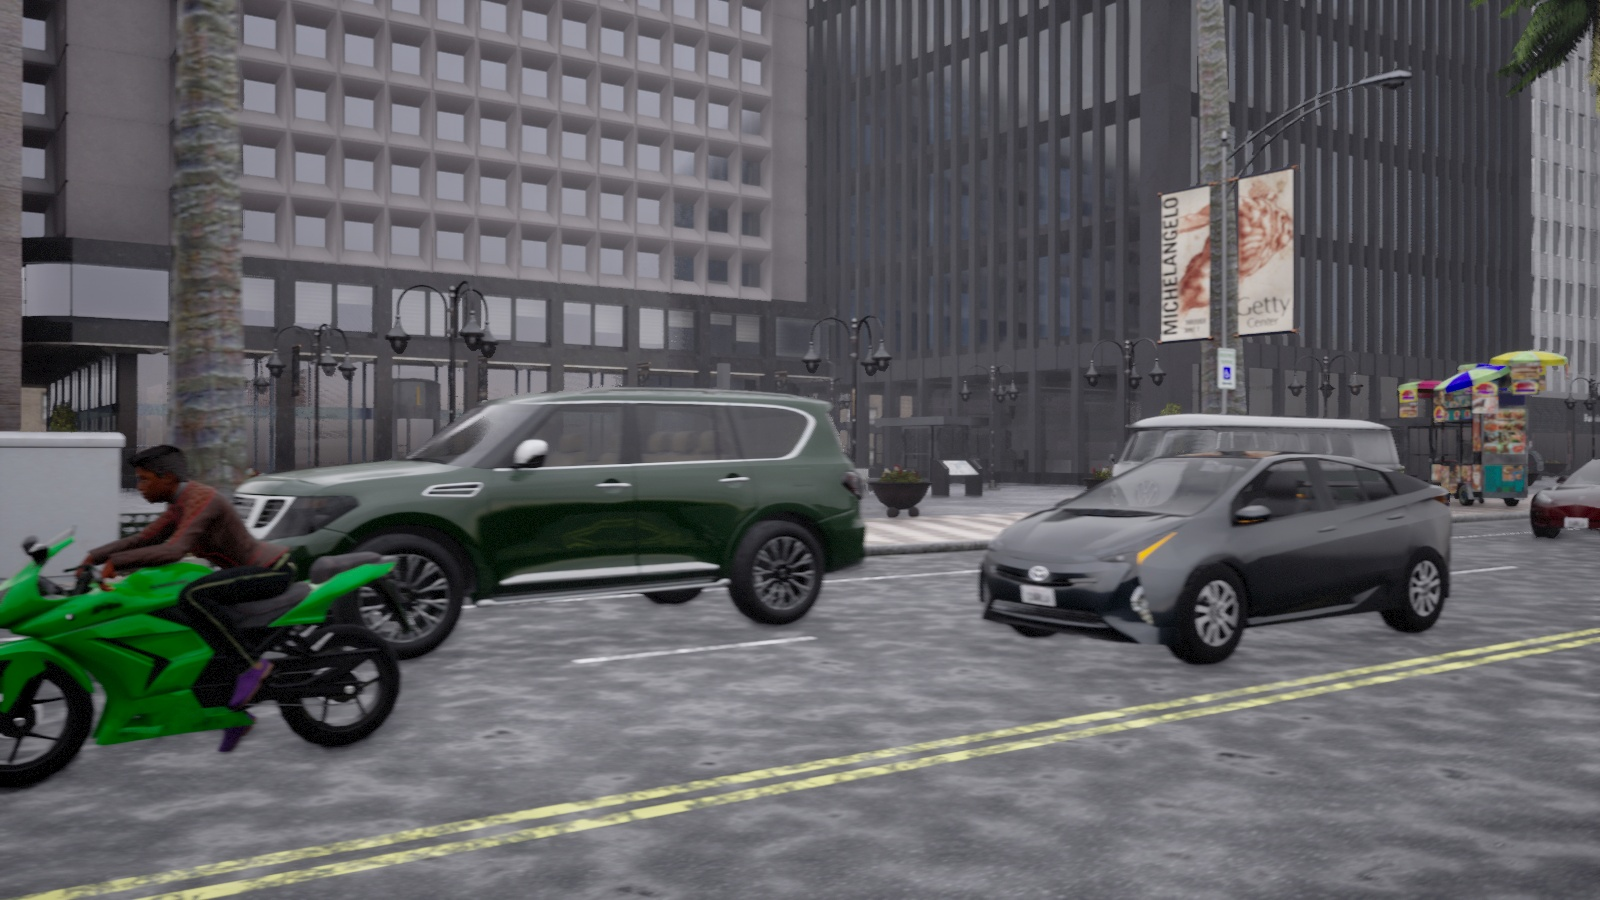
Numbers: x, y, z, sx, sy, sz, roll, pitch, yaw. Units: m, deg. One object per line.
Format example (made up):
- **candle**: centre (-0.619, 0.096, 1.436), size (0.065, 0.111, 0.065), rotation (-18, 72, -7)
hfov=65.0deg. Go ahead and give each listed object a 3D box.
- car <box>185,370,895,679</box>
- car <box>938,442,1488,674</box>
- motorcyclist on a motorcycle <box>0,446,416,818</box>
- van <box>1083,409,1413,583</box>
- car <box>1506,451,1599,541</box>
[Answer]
- **car**: centre (-2.027, 0.495, 10.783), size (5.566, 2.045, 2.150), rotation (0, 0, -35)
- **car**: centre (3.511, 0.710, 10.366), size (4.514, 1.525, 2.007), rotation (0, 0, -35)
- **motorcyclist on a motorcycle**: centre (-2.943, 0.748, 5.874), size (2.044, 1.523, 0.797), rotation (0, 0, -35)
- **van**: centre (5.872, 0.525, 16.268), size (4.442, 1.987, 1.775), rotation (0, 0, -35)
- **car**: centre (15.033, 0.768, 22.643), size (4.792, 1.488, 2.163), rotation (0, 0, -35)
